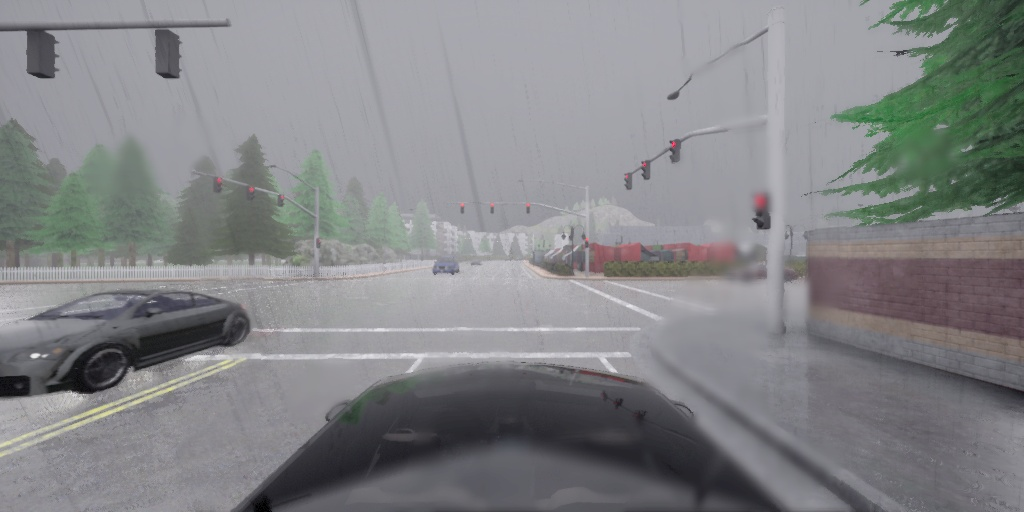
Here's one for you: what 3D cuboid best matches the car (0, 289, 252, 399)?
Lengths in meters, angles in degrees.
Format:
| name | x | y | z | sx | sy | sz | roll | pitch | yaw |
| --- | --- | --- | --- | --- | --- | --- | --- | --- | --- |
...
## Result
| name | x | y | z | sx | sy | sz | roll | pitch | yaw |
| --- | --- | --- | --- | --- | --- | --- | --- | --- | --- |
| car | -6.999 | 1.333 | 6.549 | 1.994 | 1.385 | 4.181 | 0 | 0 | 0 |

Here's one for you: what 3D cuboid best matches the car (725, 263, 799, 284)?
| name | x | y | z | sx | sy | sz | roll | pitch | yaw |
| --- | --- | --- | --- | --- | --- | --- | --- | --- | --- |
| car | 17.741 | 1.216 | 25.569 | 4.674 | 1.442 | 1.812 | 0 | 0 | 0 |

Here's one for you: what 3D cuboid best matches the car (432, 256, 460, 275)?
| name | x | y | z | sx | sy | sz | roll | pitch | yaw |
| --- | --- | --- | --- | --- | --- | --- | --- | --- | --- |
| car | -7.004 | 1.081 | 38.523 | 2.150 | 2.045 | 5.566 | 0 | 1 | 0 |
